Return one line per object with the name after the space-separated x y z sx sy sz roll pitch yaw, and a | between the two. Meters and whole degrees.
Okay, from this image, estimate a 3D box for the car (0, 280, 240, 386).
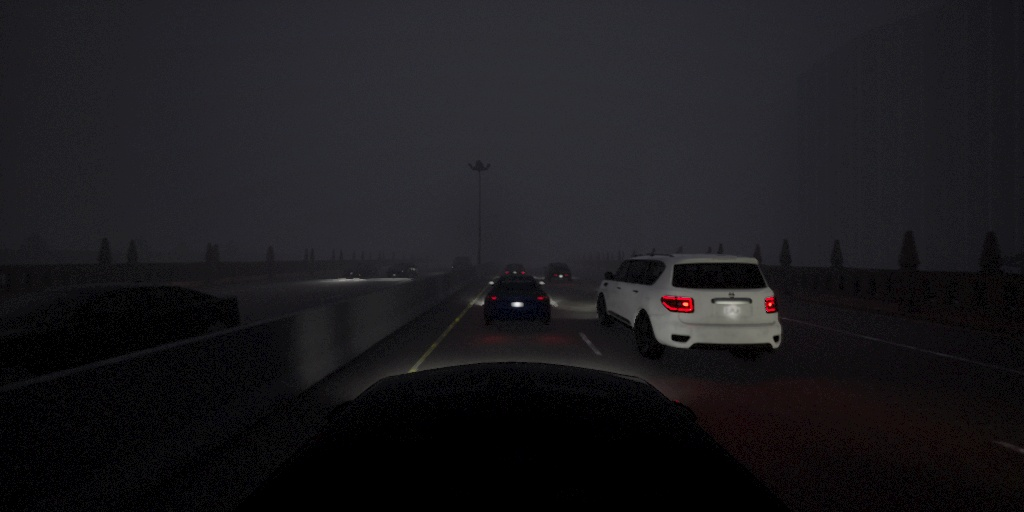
-7.086 1.216 5.990 1.882 1.535 5.008 0 0 0 | car

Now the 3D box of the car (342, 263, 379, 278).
-13.951 1.320 33.139 1.994 1.385 4.181 0 0 0 | car

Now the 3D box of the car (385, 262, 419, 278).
-10.446 1.312 34.530 2.033 1.411 5.357 0 0 0 | car

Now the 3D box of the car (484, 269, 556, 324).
0.153 1.315 11.949 1.994 1.385 4.181 0 0 0 | car

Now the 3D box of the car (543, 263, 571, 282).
3.725 1.284 29.655 1.837 1.490 4.892 0 0 0 | car

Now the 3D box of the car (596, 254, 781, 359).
3.631 0.978 8.584 2.150 2.045 5.566 0 0 0 | car

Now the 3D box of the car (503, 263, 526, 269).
0.227 1.321 29.905 2.033 1.411 5.357 0 0 0 | car

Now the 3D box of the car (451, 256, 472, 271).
-6.849 1.037 49.382 2.150 2.045 5.566 0 -1 1 | car
